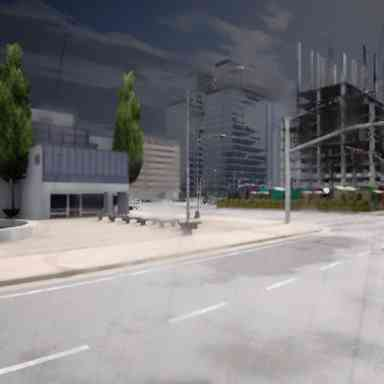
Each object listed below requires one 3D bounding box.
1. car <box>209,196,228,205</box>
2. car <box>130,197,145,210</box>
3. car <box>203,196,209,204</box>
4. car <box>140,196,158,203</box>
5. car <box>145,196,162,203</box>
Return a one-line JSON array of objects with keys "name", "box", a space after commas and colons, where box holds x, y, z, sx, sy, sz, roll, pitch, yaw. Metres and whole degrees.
[{"name": "car", "box": [6.066, 1.989, 70.090, 3.806, 1.475, 1.970, 0, -1, -43]}, {"name": "car", "box": [-9.899, 1.650, 49.735, 2.150, 2.045, 5.566, 0, 0, -42]}, {"name": "car", "box": [4.087, 1.769, 72.205, 3.866, 1.878, 1.905, 0, -1, -43]}, {"name": "car", "box": [-11.352, 1.914, 88.597, 4.605, 1.855, 1.932, 0, -1, -43]}, {"name": "car", "box": [-9.405, 1.898, 86.454, 3.866, 1.878, 1.905, 0, -1, -43]}]
